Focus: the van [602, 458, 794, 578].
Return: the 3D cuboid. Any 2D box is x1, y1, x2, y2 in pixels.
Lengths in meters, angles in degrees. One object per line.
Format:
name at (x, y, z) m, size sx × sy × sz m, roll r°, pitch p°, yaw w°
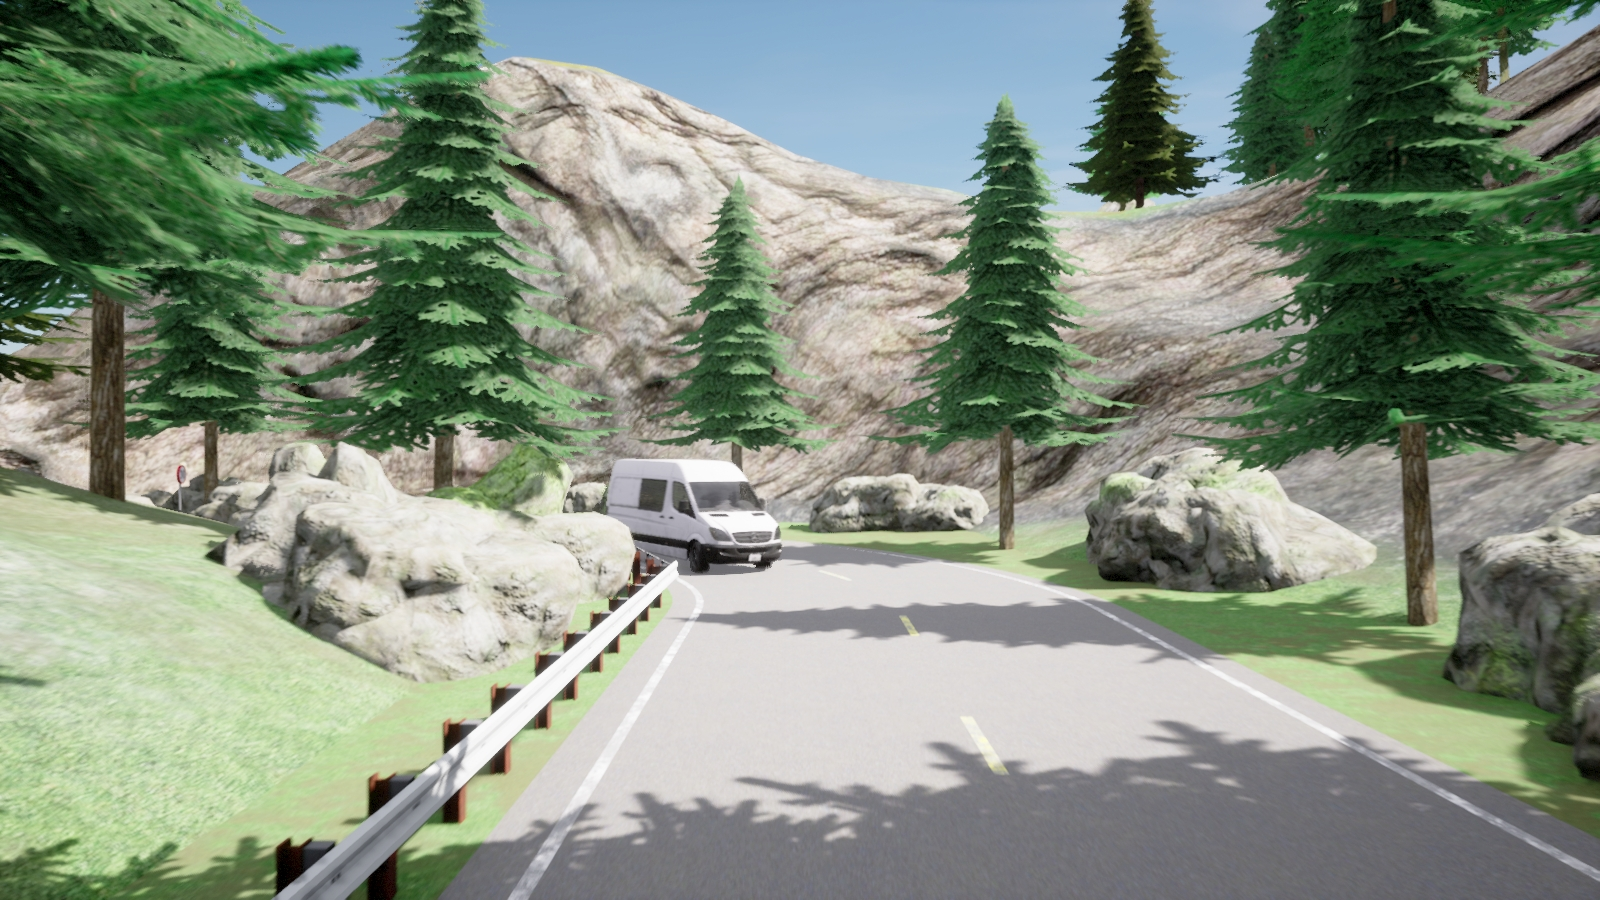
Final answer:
van at (-2.645, 1.513, 27.848) m, size 1.988 × 2.561 × 5.915 m, roll 1°, pitch 0°, yaw -34°
